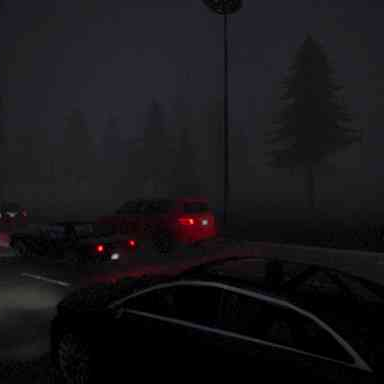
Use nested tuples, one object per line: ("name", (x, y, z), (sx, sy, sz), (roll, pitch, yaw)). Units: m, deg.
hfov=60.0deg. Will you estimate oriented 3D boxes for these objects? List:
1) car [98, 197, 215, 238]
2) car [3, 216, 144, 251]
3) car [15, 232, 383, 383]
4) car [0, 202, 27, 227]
("car", (-1.717, 1.245, 13.747), (5.566, 2.045, 2.150), (-1, 0, 35))
("car", (-4.097, 1.635, 11.146), (4.718, 1.301, 1.895), (0, 0, 35))
("car", (0.398, 1.492, 3.593), (4.902, 1.511, 2.128), (-1, 0, 36))
("car", (-12.585, 1.443, 21.367), (4.553, 1.767, 2.097), (0, 0, 35))
